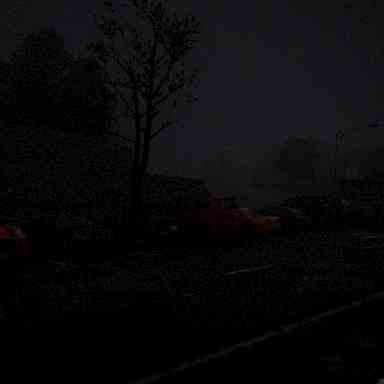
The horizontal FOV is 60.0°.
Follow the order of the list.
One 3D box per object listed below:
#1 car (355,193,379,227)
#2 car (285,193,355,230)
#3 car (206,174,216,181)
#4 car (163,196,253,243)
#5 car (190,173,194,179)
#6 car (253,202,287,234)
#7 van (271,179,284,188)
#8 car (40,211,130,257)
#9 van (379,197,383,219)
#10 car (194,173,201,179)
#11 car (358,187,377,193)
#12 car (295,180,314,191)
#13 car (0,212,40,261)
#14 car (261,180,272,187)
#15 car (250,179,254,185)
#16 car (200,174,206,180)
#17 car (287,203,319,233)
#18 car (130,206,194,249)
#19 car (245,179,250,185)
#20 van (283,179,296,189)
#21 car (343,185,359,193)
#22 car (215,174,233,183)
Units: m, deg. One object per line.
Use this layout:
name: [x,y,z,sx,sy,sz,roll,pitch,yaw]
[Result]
car: [9.667,1.269,23.361,5.566,2.045,2.435,-1,-1,35]
car: [7.156,1.264,21.653,5.566,2.045,2.435,-1,-1,35]
car: [6.924,-3.697,87.246,2.435,2.045,5.566,7,3,34]
car: [-0.191,1.249,16.430,5.566,2.045,2.435,-1,-1,34]
car: [1.619,-4.360,94.522,2.435,2.045,5.566,1,-1,34]
car: [2.126,1.504,18.261,5.366,1.575,1.946,-1,-1,34]
van: [19.052,-1.762,69.979,1.878,1.987,4.442,7,4,35]
car: [-5.051,1.495,12.932,4.892,1.521,2.231,-1,-1,34]
van: [12.203,1.298,25.034,4.442,1.987,1.878,-1,-1,35]
car: [3.394,-4.083,92.177,2.185,1.767,4.553,4,1,33]
car: [29.462,0.138,55.301,2.002,1.452,4.674,7,3,35]
car: [22.547,-0.990,65.150,2.231,1.521,4.892,7,3,35]
car: [-7.515,1.367,11.203,4.553,1.767,2.185,-1,-1,34]
car: [17.474,-1.810,72.708,1.946,1.575,5.366,7,3,35]
car: [15.640,-2.041,75.026,2.002,1.452,4.674,7,3,35]
car: [5.127,-3.848,89.709,2.185,1.767,4.553,6,3,34]
car: [4.731,1.550,19.892,4.674,1.452,2.002,-1,-1,35]
car: [-2.633,1.526,14.682,4.792,1.488,2.163,-1,-1,34]
car: [13.894,-2.315,77.486,2.002,1.452,4.674,7,3,35]
van: [20.784,-1.489,67.510,1.878,1.987,4.442,7,4,35]
car: [27.768,-0.424,57.771,2.435,2.045,5.566,7,3,35]
car: [8.779,-3.174,84.989,1.946,1.575,5.366,7,3,34]
